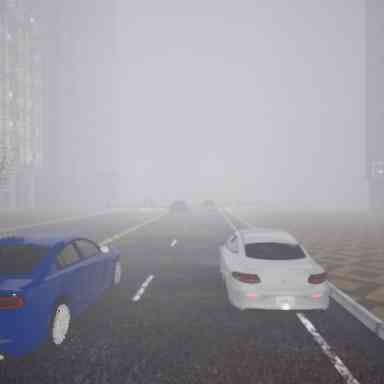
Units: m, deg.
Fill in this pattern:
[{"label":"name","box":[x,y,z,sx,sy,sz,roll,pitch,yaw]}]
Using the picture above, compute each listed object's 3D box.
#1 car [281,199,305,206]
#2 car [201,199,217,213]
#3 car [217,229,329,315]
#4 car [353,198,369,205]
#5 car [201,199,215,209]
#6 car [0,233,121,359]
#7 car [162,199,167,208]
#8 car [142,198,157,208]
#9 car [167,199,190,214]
[{"label":"car","box":[18.941,2.024,62.270,4.403,1.369,2.008,0,0,2]},{"label":"car","box":[2.032,1.658,39.775,1.882,1.535,5.008,0,0,3]},{"label":"car","box":[1.577,1.554,7.527,1.812,1.442,4.674,0,0,3]},{"label":"car","box":[36.159,1.887,70.192,4.097,1.590,1.967,0,0,2]},{"label":"car","box":[2.467,1.794,50.362,1.994,1.385,4.181,0,0,3]},{"label":"car","box":[-2.773,1.524,6.310,1.882,1.535,5.008,0,0,3]},{"label":"car","box":[-3.837,1.889,55.289,1.895,1.301,4.718,0,0,3]},{"label":"car","box":[-7.075,1.801,55.613,2.128,1.511,4.902,0,0,3]},{"label":"car","box":[-1.321,1.665,37.336,1.882,1.535,5.008,0,0,3]}]
